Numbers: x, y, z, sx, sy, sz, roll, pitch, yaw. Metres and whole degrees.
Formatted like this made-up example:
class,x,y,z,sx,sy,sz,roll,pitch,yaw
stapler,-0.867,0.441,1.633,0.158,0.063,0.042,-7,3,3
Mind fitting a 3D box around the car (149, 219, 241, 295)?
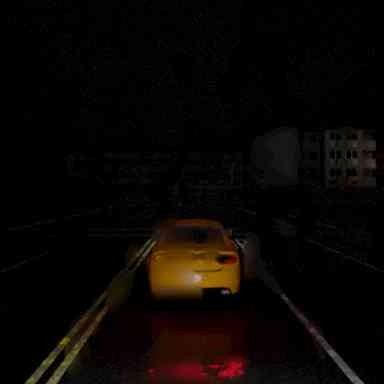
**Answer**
class,x,y,z,sx,sy,sz,roll,pitch,yaw
car,0.071,1.430,8.615,1.882,1.535,5.008,0,0,0
